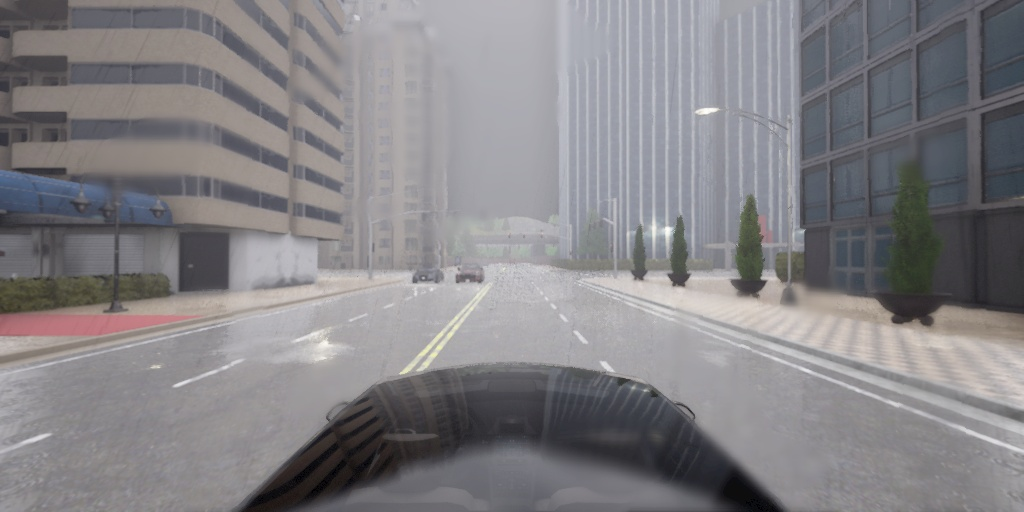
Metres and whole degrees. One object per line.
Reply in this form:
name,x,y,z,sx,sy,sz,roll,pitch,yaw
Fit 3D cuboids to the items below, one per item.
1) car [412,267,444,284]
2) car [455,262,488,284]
car,-7.012,1.592,30.350,1.994,1.385,4.181,0,-1,0
car,-3.509,1.379,30.562,2.097,1.767,4.553,0,0,0
